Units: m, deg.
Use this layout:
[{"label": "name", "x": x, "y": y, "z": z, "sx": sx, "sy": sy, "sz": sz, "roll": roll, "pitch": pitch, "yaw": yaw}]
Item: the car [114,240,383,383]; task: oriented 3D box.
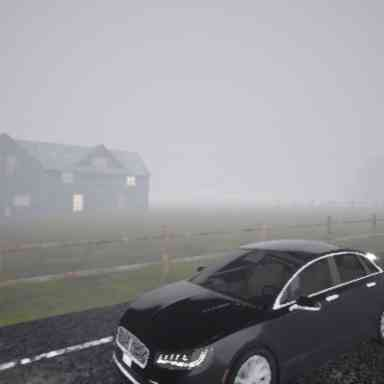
[{"label": "car", "x": 1.304, "y": 1.541, "z": 4.913, "sx": 4.892, "sy": 1.490, "sz": 1.837, "roll": 1, "pitch": 0, "yaw": -35}]
